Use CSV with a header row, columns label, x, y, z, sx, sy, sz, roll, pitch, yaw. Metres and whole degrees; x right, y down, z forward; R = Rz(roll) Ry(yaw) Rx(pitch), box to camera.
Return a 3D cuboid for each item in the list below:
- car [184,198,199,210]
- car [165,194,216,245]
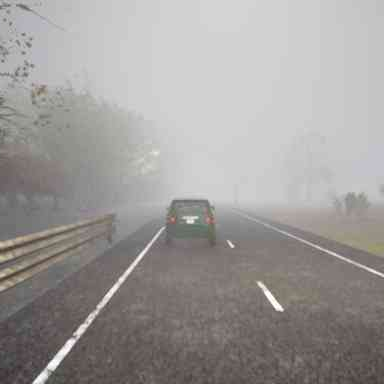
label,x,y,z,sx,sy,sz,roll,pitch,yaw
car,-0.065,1.577,45.661,1.837,1.490,4.892,0,0,0
car,-0.064,1.253,15.710,2.150,2.045,5.566,0,0,0
